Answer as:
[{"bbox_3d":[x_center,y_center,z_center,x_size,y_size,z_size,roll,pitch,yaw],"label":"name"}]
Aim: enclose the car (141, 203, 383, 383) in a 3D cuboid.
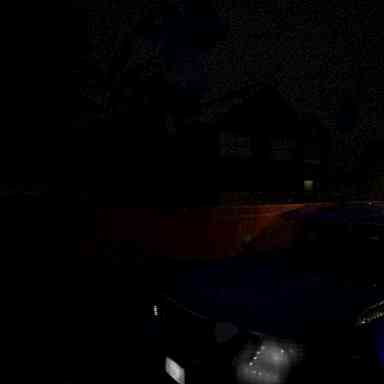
[{"bbox_3d":[2.121,1.201,4.466,5.566,2.045,2.150,0,0,-35],"label":"car"}]
